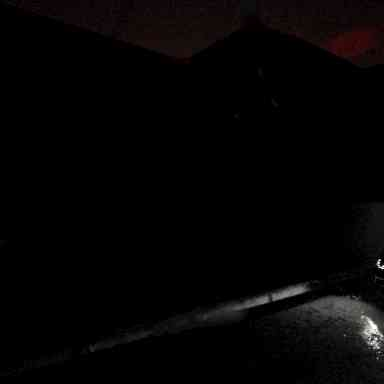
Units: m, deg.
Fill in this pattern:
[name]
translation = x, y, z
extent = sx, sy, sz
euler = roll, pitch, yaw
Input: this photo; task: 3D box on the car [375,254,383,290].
[car]
translation = 6.167, 1.508, 7.781
extent = 4.892, 1.490, 1.837
euler = 0, 0, -36
